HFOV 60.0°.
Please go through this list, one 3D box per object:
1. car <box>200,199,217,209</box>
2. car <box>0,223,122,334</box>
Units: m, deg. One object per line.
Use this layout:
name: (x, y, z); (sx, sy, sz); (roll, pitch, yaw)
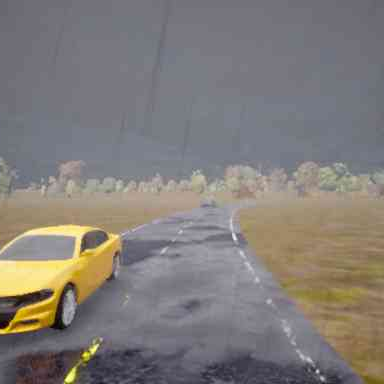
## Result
car: (2.484, 1.749, 50.015); (1.994, 1.385, 4.181); (0, 0, 13)
car: (-2.910, 1.502, 7.181); (1.882, 1.535, 5.008); (0, 0, 2)
